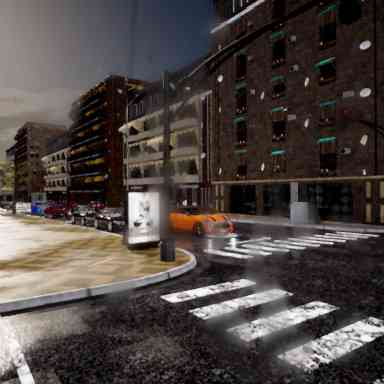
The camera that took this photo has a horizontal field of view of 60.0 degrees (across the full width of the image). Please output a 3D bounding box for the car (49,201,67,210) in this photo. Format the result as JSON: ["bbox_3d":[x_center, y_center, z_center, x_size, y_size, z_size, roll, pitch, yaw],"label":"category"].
[{"bbox_3d":[-23.525,2.403,58.314,1.812,1.442,4.674,0,-1,-36],"label":"car"}]

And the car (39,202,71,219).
[{"bbox_3d":[-14.795,2.123,36.173,1.887,1.381,4.507,-1,0,-36],"label":"car"}]

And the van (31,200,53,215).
[{"bbox_3d":[-19.708,2.043,43.065,1.690,1.788,3.998,-1,0,-36],"label":"van"}]

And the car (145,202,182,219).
[{"bbox_3d":[-3.035,1.841,34.561,1.967,1.590,4.097,-2,0,-36],"label":"car"}]

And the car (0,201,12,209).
[{"bbox_3d":[-37.965,2.711,68.403,2.008,1.369,4.403,-1,0,-36],"label":"car"}]

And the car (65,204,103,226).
[{"bbox_3d":[-8.727,1.977,27.691,2.008,1.369,4.403,-1,0,-36],"label":"car"}]

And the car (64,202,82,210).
[{"bbox_3d":[-21.389,2.440,59.763,1.802,1.307,4.206,-2,0,-36],"label":"car"}]

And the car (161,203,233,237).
[{"bbox_3d":[0.325,1.591,19.882,2.097,1.767,4.553,0,-1,-37],"label":"car"}]

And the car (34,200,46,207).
[{"bbox_3d":[-37.691,2.813,82.339,1.887,1.381,4.507,-2,0,-36],"label":"car"}]

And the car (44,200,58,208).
[{"bbox_3d":[-31.174,2.544,73.309,1.967,1.590,4.097,-2,0,-36],"label":"car"}]

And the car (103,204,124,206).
[{"bbox_3d":[-5.286,1.925,27.598,2.033,1.411,5.357,0,-1,-35],"label":"car"}]

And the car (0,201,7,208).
[{"bbox_3d":[-44.486,2.870,77.433,1.887,1.381,4.507,-1,0,-36],"label":"car"}]

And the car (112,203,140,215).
[{"bbox_3d":[-8.284,2.113,41.750,1.802,1.307,4.206,-2,0,-36],"label":"car"}]

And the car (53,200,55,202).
[{"bbox_3d":[-19.274,2.292,47.097,1.994,1.385,4.181,0,-1,-35],"label":"car"}]

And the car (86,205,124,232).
[{"bbox_3d":[-5.466,1.896,23.176,2.008,1.369,4.403,-1,0,-36],"label":"car"}]

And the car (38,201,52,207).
[{"bbox_3d":[-34.431,2.752,77.823,1.947,1.339,4.313,-2,0,-36],"label":"car"}]

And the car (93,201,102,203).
[{"bbox_3d":[-14.868,2.135,50.736,1.967,1.590,4.097,-2,0,-36],"label":"car"}]

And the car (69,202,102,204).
[{"bbox_3d":[-11.566,2.135,36.303,1.895,1.301,4.718,0,-1,-36],"label":"car"}]
